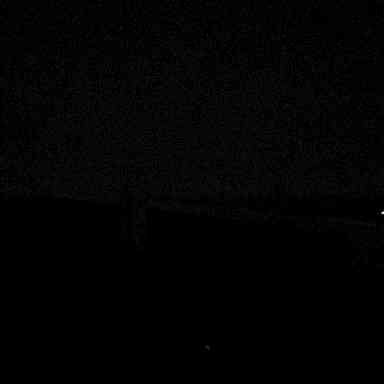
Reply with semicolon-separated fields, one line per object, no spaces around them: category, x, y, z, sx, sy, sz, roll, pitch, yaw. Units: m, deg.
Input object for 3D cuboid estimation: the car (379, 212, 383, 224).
car;13.310;1.234;18.942;2.097;1.767;4.553;1;0;-35
